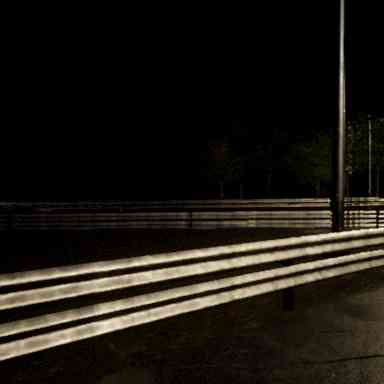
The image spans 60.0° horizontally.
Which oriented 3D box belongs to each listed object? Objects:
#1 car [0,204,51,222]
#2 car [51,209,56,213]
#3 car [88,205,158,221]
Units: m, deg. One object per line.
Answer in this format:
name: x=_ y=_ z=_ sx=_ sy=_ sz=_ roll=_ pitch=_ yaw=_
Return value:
car: x=-14.900 y=1.790 z=27.786 sx=4.902 sy=1.511 sz=2.128 roll=-1 pitch=1 yaw=2
car: x=-15.417 y=1.863 z=31.307 sx=4.718 sy=1.301 sz=1.895 roll=-1 pitch=1 yaw=2
car: x=-4.964 y=1.707 z=24.045 sx=4.902 sy=1.511 sz=2.128 roll=-1 pitch=1 yaw=2
